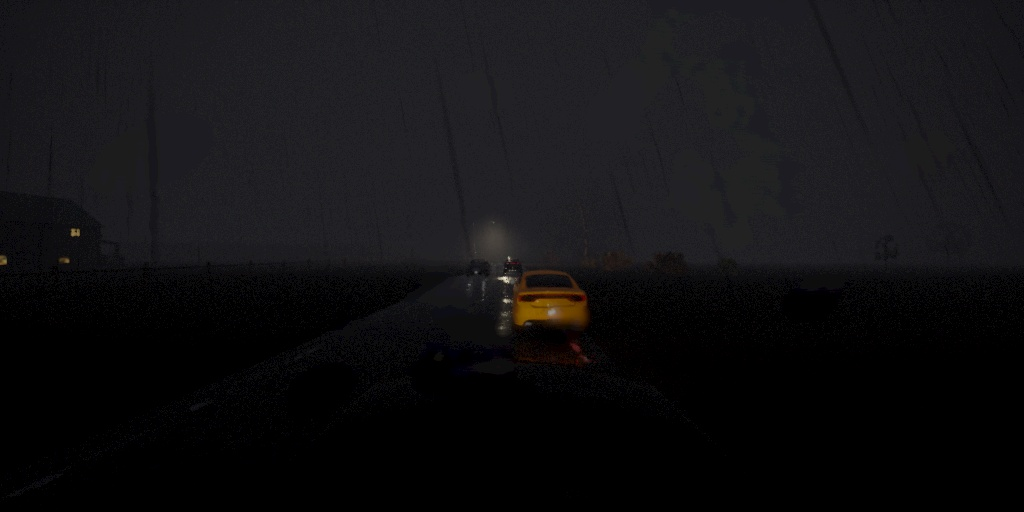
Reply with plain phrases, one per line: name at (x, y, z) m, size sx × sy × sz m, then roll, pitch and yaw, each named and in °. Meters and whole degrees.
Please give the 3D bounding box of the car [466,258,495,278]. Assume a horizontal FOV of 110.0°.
car at (-2.844, 1.015, 30.935) m, size 2.128 × 1.511 × 4.902 m, roll 0°, pitch 0°, yaw 0°

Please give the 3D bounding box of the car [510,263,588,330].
car at (0.964, 1.157, 10.842) m, size 1.882 × 1.535 × 5.008 m, roll 0°, pitch 0°, yaw 0°

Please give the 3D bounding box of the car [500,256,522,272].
car at (0.081, 0.955, 38.622) m, size 2.128 × 1.511 × 4.902 m, roll 0°, pitch 0°, yaw 0°
